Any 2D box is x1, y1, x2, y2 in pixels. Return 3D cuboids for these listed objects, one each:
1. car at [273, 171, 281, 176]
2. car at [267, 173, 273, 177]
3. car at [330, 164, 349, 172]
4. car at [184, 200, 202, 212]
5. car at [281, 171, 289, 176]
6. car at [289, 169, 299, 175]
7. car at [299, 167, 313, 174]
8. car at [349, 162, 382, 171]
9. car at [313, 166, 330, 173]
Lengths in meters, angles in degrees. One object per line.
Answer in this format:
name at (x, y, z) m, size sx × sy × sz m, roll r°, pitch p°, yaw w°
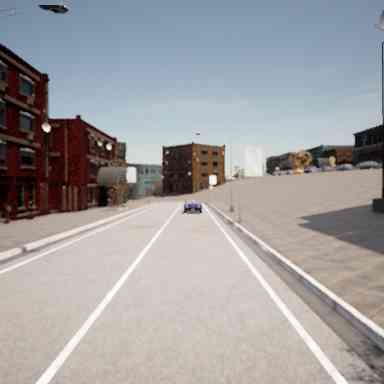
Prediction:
car at (21.859, -4.266, 79.892) m, size 2.231 × 1.521 × 4.892 m, roll 0°, pitch 1°, yaw -1°
car at (21.731, -4.365, 85.409) m, size 2.231 × 1.521 × 4.892 m, roll 0°, pitch 1°, yaw -1°
car at (24.236, -3.619, 52.145) m, size 2.002 × 1.452 × 4.674 m, roll 0°, pitch 1°, yaw -7°
car at (0.100, 1.458, 35.495) m, size 1.895 × 1.301 × 4.718 m, roll 0°, pitch 0°, yaw 0°
car at (22.093, -4.109, 74.351) m, size 2.002 × 1.452 × 4.674 m, roll 0°, pitch 1°, yaw -2°
car at (22.445, -4.027, 68.814) m, size 2.097 × 1.535 × 5.008 m, roll 0°, pitch 1°, yaw -4°
car at (22.914, -4.031, 63.308) m, size 2.185 × 1.767 × 4.553 m, roll 0°, pitch 1°, yaw -5°
car at (25.042, -3.537, 46.784) m, size 2.231 × 1.521 × 4.892 m, roll 0°, pitch 1°, yaw -9°
car at (23.534, -3.750, 57.618) m, size 2.163 × 1.488 × 4.792 m, roll 0°, pitch 1°, yaw -6°
